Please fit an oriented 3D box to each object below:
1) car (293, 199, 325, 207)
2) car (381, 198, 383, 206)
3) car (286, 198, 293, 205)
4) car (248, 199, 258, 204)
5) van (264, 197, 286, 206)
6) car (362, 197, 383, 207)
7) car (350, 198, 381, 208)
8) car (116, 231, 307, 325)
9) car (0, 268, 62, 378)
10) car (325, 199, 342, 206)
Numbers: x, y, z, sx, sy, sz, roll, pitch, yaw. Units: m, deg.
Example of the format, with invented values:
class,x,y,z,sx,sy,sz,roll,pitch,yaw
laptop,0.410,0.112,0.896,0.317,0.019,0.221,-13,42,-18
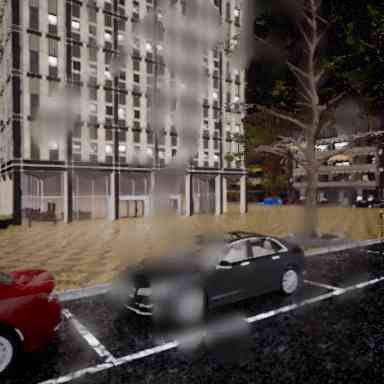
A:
class,x,y,z,sx,sy,sz,roll,pitch,yaw
car,21.813,2.081,62.297,1.887,1.381,4.507,-2,0,-36
car,31.159,1.853,49.312,2.008,1.369,4.403,-2,0,-36
car,21.720,2.082,76.860,1.967,1.590,4.097,-2,0,-36
car,15.188,2.387,85.878,1.802,1.307,4.206,-2,0,-36
van,16.891,2.001,69.182,1.690,1.788,3.998,-2,0,-36
car,33.575,1.787,60.701,1.967,1.590,4.097,-2,0,-36
car,27.893,1.935,53.823,2.008,1.369,4.403,-2,0,-36
car,0.603,1.546,6.998,4.403,1.369,2.008,0,0,-35
car,-3.897,1.546,3.788,4.507,1.381,1.887,0,0,-35
car,28.316,2.060,67.883,1.802,1.307,4.206,-2,0,-36
